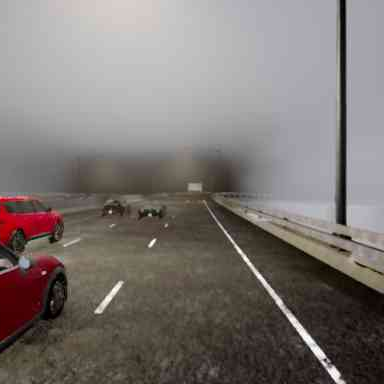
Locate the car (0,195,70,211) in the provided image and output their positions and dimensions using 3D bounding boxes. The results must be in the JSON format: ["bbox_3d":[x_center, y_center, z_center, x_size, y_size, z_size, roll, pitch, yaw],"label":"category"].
[{"bbox_3d":[-6.866,1.174,12.670,2.150,2.045,5.566,0,0,0],"label":"car"}]

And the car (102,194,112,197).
[{"bbox_3d":[-16.724,1.245,65.284,1.837,1.490,4.892,0,1,1],"label":"car"}]

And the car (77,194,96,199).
[{"bbox_3d":[-20.224,1.102,65.260,2.097,1.767,4.553,0,0,1],"label":"car"}]

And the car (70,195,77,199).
[{"bbox_3d":[-23.723,1.299,65.282,1.994,1.385,4.181,0,0,1],"label":"car"}]

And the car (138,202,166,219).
[{"bbox_3d":[-3.249,1.497,28.126,1.895,1.301,4.718,0,0,1],"label":"car"}]

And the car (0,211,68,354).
[{"bbox_3d":[-3.392,1.335,4.437,2.097,1.767,4.553,0,0,0],"label":"car"}]

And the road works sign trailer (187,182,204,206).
[{"bbox_3d":[0.471,0.272,50.730,2.380,3.560,2.880,0,0,1],"label":"road works sign trailer"}]

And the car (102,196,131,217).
[{"bbox_3d":[-6.727,1.394,29.943,1.837,1.490,4.892,0,0,1],"label":"car"}]
